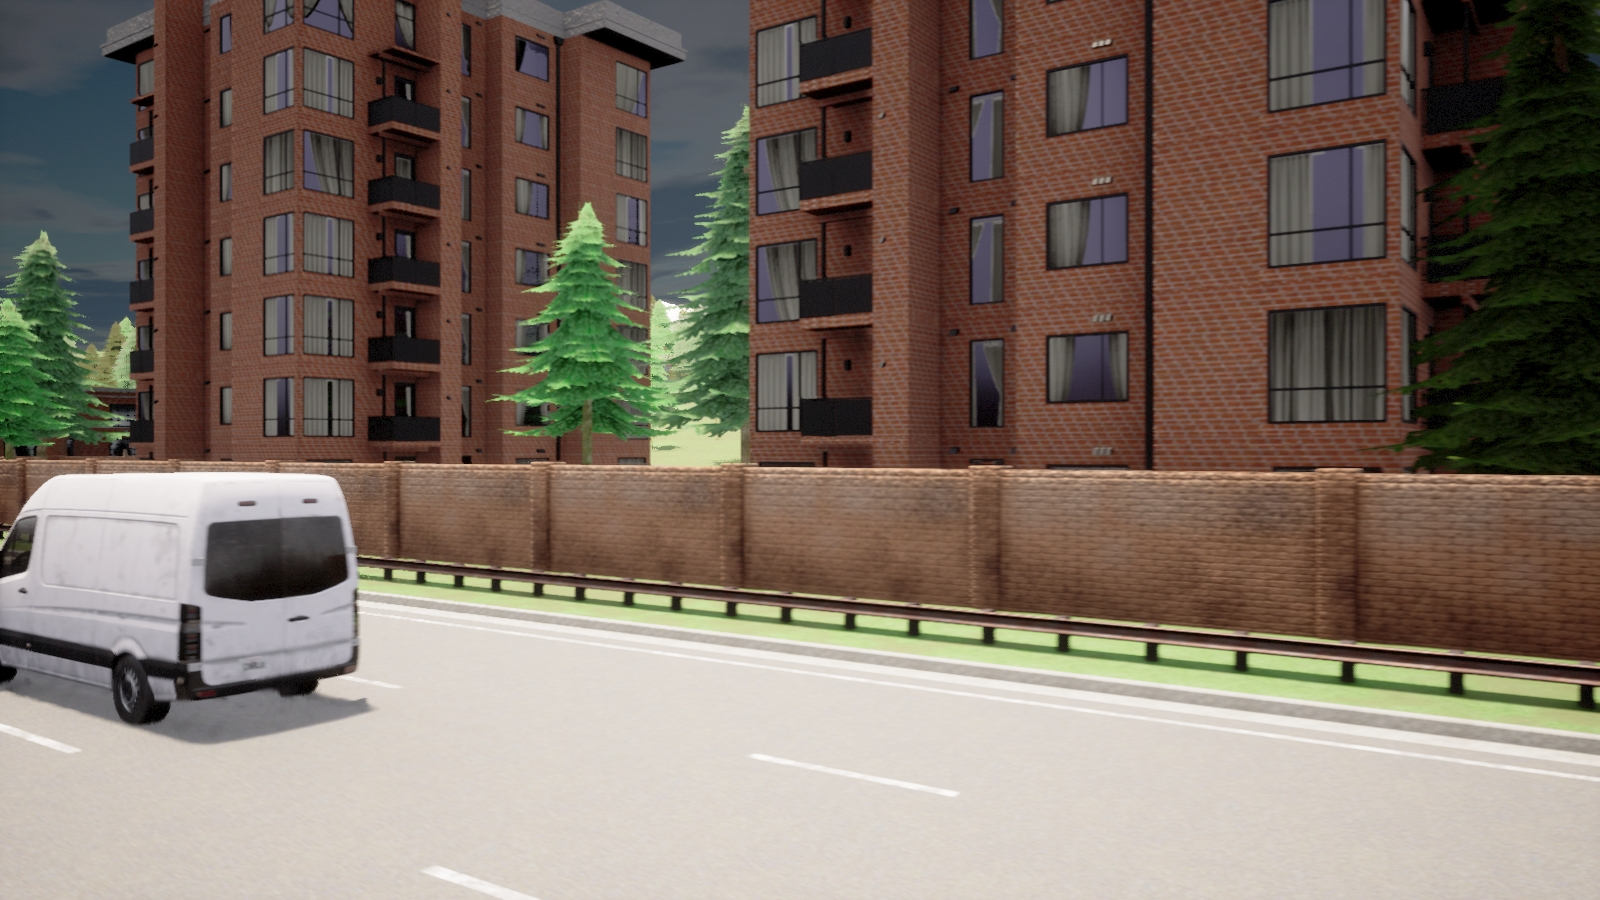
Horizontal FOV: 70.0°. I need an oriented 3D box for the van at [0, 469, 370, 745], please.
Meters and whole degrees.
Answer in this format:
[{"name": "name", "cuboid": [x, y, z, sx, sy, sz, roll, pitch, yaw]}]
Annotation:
[{"name": "van", "cuboid": [-7.731, 1.545, 13.466, 5.915, 2.561, 1.988, 0, 0, 35]}]
